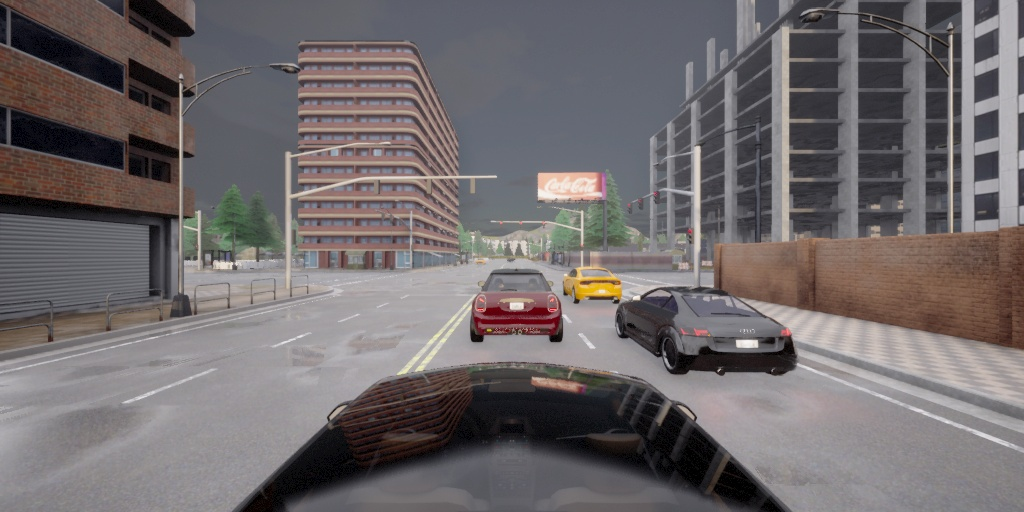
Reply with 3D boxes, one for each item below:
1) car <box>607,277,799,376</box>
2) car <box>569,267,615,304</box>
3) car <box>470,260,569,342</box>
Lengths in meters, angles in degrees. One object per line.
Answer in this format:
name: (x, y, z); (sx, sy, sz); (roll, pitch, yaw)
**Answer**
car: (3.601, 1.314, 7.498); (1.994, 1.385, 4.181); (0, 0, 0)
car: (3.505, 1.228, 16.431); (1.882, 1.535, 5.008); (0, 0, 0)
car: (0.104, 1.102, 9.904); (2.097, 1.767, 4.553); (0, 0, 0)
